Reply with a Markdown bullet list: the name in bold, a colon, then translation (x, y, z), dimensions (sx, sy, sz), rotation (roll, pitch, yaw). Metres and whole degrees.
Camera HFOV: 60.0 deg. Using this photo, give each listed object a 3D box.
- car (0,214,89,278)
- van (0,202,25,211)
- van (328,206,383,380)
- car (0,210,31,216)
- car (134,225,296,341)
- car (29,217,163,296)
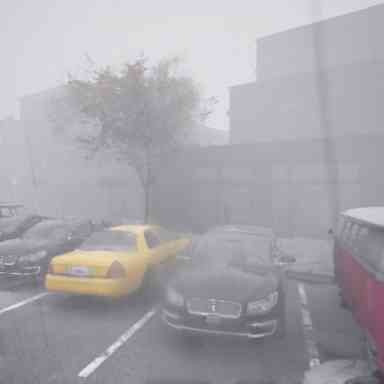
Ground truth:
- **car**: translation (-3.837, 1.525, 10.186), dimensions (2.231, 1.521, 4.892), rotation (-1, -1, 15)
- **van**: translation (-8.593, 1.432, 13.685), dimensions (1.878, 1.987, 4.442), rotation (-2, -2, 15)
- **van**: translation (3.340, 1.257, 5.209), dimensions (1.878, 1.987, 4.442), rotation (0, -1, 15)
- **car**: translation (-6.224, 1.579, 11.880), dimensions (2.097, 1.535, 5.008), rotation (-1, -2, 15)
- **car**: translation (0.931, 1.477, 6.798), dimensions (2.231, 1.521, 4.892), rotation (0, -1, 15)
- **car**: translation (-1.413, 1.490, 8.668), dimensions (1.946, 1.575, 5.366), rotation (0, -1, 15)
